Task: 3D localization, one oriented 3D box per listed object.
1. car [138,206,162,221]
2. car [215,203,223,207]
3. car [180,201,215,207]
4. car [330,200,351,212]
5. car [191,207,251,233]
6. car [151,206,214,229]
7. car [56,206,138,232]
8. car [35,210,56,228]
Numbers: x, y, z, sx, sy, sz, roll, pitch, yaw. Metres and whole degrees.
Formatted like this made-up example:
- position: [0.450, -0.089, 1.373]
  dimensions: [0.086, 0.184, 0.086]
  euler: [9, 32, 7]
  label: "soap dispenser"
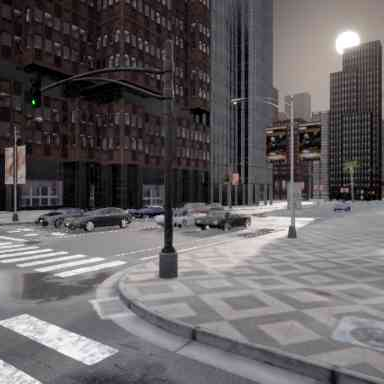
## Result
- position: [-3.879, 1.956, 31.037]
  dimensions: [1.895, 1.301, 4.718]
  euler: [0, -1, 35]
  label: "car"
- position: [1.993, 2.008, 39.332]
  dimensions: [1.837, 1.490, 4.892]
  euler: [0, -1, 35]
  label: "car"
- position: [-0.210, 1.736, 30.585]
  dimensions: [2.097, 1.767, 4.553]
  euler: [0, -1, 35]
  label: "car"
- position: [24.282, 2.429, 53.641]
  dimensions: [2.033, 1.411, 5.357]
  euler: [0, -1, 34]
  label: "car"
- position: [2.245, 1.919, 22.456]
  dimensions: [1.895, 1.301, 4.718]
  euler: [0, -1, 35]
  label: "car"
- position: [-0.495, 1.912, 24.209]
  dimensions: [1.895, 1.301, 4.718]
  euler: [0, -1, 35]
  label: "car"
- position: [-6.158, 1.740, 22.173]
  dimensions: [1.837, 1.490, 4.892]
  euler: [0, -1, 35]
  label: "car"
- position: [-8.928, 1.792, 23.882]
  dimensions: [1.994, 1.385, 4.181]
  euler: [0, -1, 35]
  label: "car"
